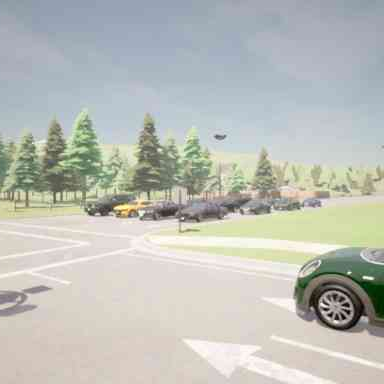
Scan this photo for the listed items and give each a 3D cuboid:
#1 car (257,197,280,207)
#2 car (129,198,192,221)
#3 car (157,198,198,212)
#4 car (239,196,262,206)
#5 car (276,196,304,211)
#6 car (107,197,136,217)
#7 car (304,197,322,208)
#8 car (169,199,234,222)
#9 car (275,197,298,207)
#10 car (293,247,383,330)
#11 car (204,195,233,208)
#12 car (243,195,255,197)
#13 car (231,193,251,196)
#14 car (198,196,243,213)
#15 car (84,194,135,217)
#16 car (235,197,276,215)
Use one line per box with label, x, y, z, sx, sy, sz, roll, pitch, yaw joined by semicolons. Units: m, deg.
car;12.398;1.555;53.796;1.994;1.385;4.181;0;0;37
car;-2.482;1.484;27.645;2.128;1.511;4.902;0;0;36
car;-1.687;1.537;40.564;2.033;1.411;5.357;0;0;36
car;9.986;1.468;56.417;1.882;1.535;5.008;0;0;37
car;11.813;1.346;41.209;2.097;1.767;4.553;0;0;36
car;-4.872;1.469;30.303;1.882;1.535;5.008;0;0;36
car;17.724;1.520;49.228;1.812;1.442;4.674;0;0;37
car;0.906;1.541;26.346;2.033;1.411;5.357;0;0;36
car;14.549;1.519;50.824;1.812;1.442;4.674;0;0;37
car;4.059;1.352;5.394;4.553;1.767;2.097;0;0;35
car;3.948;1.342;48.240;2.097;1.767;4.553;0;0;36
car;8.657;1.484;42.830;2.128;1.511;4.902;0;0;36
car;6.426;1.213;45.706;2.150;2.045;5.566;0;0;36
car;3.077;1.470;35.226;1.882;1.535;5.008;0;0;36
car;-7.705;1.211;32.357;2.150;2.045;5.566;0;0;36
car;6.585;1.520;34.072;1.812;1.442;4.674;0;0;36
